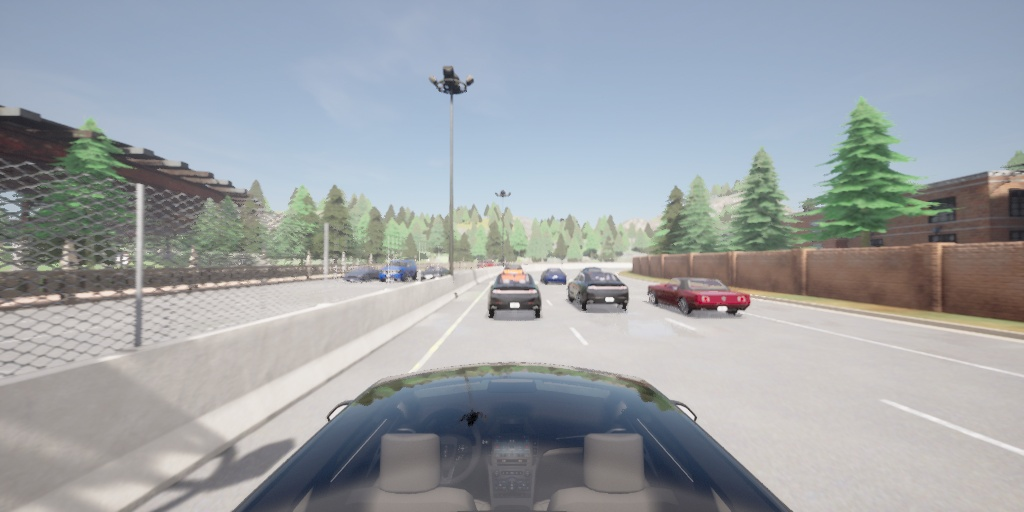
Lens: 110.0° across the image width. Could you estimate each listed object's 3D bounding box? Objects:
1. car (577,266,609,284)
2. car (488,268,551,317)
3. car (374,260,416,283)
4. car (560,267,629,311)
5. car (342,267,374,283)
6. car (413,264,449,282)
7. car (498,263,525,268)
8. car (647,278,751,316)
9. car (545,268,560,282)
[{"bbox_3d":[7.157,1.674,32.096,1.812,1.442,4.674,0,-1,1],"label":"car"},{"bbox_3d":[0.094,1.401,13.913,2.128,1.511,4.902,0,-1,0],"label":"car"},{"bbox_3d":[-10.440,1.390,33.461,2.150,2.045,5.566,0,-1,2],"label":"car"},{"bbox_3d":[3.595,1.424,15.621,2.128,1.511,4.902,0,-1,0],"label":"car"},{"bbox_3d":[-13.946,1.721,34.051,2.033,1.411,5.357,0,-1,2],"label":"car"},{"bbox_3d":[-6.947,1.645,32.518,2.128,1.511,4.902,0,-1,2],"label":"car"},{"bbox_3d":[0.149,1.483,30.807,2.097,1.767,4.553,0,-1,1],"label":"car"},{"bbox_3d":[7.096,1.516,14.305,1.895,1.301,4.718,0,-1,0],"label":"car"},{"bbox_3d":[3.664,1.707,31.715,1.994,1.385,4.181,0,-1,1],"label":"car"}]
